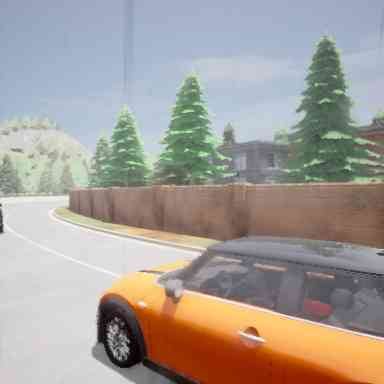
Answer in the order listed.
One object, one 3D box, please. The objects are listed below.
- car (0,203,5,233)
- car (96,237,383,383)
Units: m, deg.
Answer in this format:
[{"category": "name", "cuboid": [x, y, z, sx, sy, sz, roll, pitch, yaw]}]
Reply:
[{"category": "car", "cuboid": [-12.320, 1.266, 19.346, 2.150, 2.045, 5.566, 0, 0, -34]}, {"category": "car", "cuboid": [0.787, 1.345, 4.035, 4.553, 1.767, 2.097, 0, 0, 42]}]
